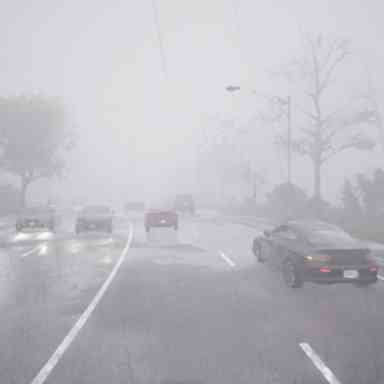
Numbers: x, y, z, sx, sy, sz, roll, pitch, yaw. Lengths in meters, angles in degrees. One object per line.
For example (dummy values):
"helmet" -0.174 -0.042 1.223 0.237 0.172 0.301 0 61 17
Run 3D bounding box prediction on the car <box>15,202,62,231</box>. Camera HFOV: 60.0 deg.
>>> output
"car" -9.307 1.567 20.482 1.994 1.385 4.181 0 0 -12

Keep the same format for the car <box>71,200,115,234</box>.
"car" -5.540 1.474 19.432 1.882 1.535 5.008 0 0 -11

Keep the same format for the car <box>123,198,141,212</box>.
"car" -6.820 1.462 38.552 1.882 1.535 5.008 0 0 -19

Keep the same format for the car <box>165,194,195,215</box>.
"car" -1.320 1.201 32.979 2.150 2.045 5.566 0 0 -16

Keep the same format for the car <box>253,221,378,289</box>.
"car" 3.065 1.509 9.084 1.812 1.442 4.674 0 0 -4

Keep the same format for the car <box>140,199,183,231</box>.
"car" -2.044 1.466 20.796 1.882 1.535 5.008 0 0 -10

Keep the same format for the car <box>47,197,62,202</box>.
"car" -24.185 1.584 58.393 1.895 1.301 4.718 0 0 -31

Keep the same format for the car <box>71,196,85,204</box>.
"car" -19.703 1.477 57.628 2.128 1.511 4.902 0 0 -30
